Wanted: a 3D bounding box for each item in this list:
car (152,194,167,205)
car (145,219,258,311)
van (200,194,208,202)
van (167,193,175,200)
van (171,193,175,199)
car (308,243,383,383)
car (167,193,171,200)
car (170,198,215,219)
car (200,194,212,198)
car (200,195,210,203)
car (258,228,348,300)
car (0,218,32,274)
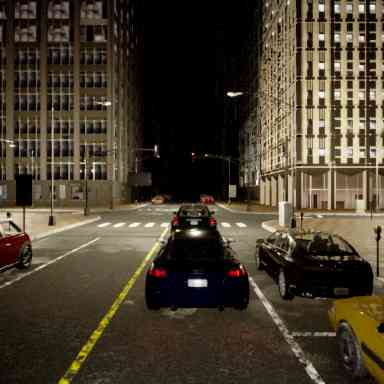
[{"bbox_3d":[-5.826,1.388,57.421,1.967,1.590,4.097,0,0,0],"label":"car"},{"bbox_3d":[0.096,1.563,7.821,1.994,1.385,4.181,0,0,0],"label":"car"},{"bbox_3d":[2.637,1.250,74.479,1.690,1.788,3.998,0,0,0],"label":"van"},{"bbox_3d":[-5.755,1.205,91.533,1.690,1.788,3.998,0,0,0],"label":"van"},{"bbox_3d":[-5.747,1.236,80.161,1.690,1.788,3.998,0,0,0],"label":"van"},{"bbox_3d":[2.689,1.525,2.668,1.752,1.417,4.829,0,0,0],"label":"car"},{"bbox_3d":[-5.764,1.251,63.106,2.192,1.841,5.009,0,0,0],"label":"car"},{"bbox_3d":[0.086,1.346,16.454,2.097,1.767,4.553,0,0,0],"label":"car"},{"bbox_3d":[2.745,1.388,57.426,1.967,1.590,4.097,0,0,0],"label":"car"},{"bbox_3d":[2.641,1.363,68.794,1.967,1.590,4.097,0,0,0],"label":"car"},{"bbox_3d":[2.685,1.549,8.165,2.008,1.369,4.403,0,0,0],"label":"car"},{"bbox_3d":[-5.695,1.439,8.158,1.967,1.590,4.097,0,0,0],"label":"car"}]
